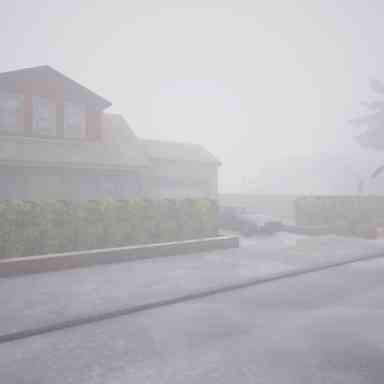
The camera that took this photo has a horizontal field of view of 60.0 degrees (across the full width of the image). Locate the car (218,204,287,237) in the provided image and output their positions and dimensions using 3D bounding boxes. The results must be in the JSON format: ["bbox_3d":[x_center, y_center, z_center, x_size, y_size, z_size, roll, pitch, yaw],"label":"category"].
[{"bbox_3d":[2.260,1.356,16.995,2.033,1.415,5.357,0,0,-33],"label":"car"}]
